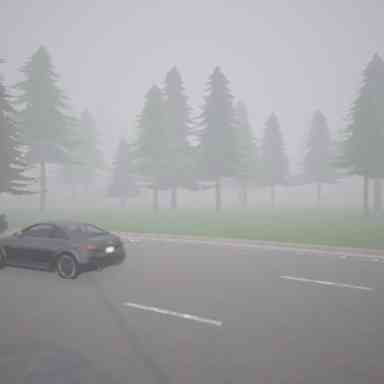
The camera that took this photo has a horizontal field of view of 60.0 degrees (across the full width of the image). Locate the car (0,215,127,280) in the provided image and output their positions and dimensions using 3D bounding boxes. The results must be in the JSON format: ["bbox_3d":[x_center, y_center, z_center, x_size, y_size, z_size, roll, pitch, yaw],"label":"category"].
[{"bbox_3d":[-4.017,1.512,9.715,4.181,1.385,1.994,0,0,24],"label":"car"}]
